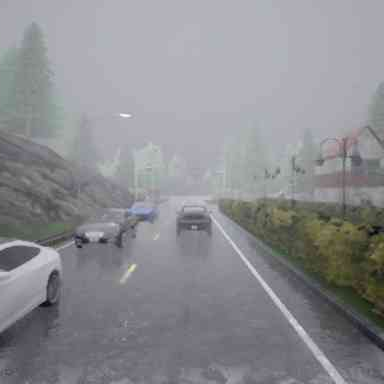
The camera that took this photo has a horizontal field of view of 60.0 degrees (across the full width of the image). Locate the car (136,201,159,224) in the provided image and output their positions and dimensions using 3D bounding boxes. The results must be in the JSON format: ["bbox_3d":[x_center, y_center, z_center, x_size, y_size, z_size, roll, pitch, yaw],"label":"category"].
[{"bbox_3d":[-3.564,1.448,24.842,1.882,1.535,5.008,0,0,1],"label":"car"}]

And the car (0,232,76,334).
[{"bbox_3d":[-3.589,1.519,5.239,1.812,1.442,4.674,0,0,0],"label":"car"}]

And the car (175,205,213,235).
[{"bbox_3d":[0.102,1.482,18.665,1.837,1.490,4.892,0,0,0],"label":"car"}]

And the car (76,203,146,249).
[{"bbox_3d":[-3.572,1.474,14.626,2.128,1.511,4.902,0,0,0],"label":"car"}]
